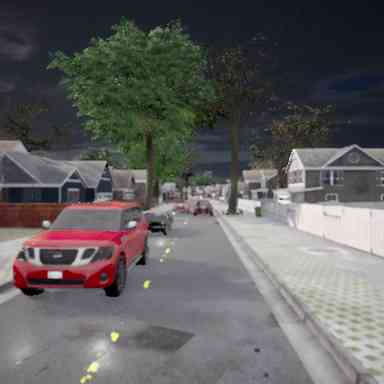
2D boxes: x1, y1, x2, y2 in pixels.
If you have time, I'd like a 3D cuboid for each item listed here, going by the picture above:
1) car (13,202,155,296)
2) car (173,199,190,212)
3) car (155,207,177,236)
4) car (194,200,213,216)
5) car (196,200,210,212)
[{"bbox_3d":[-2.588,1.313,9.280,2.150,2.045,5.566,0,-1,2],"label":"car"},{"bbox_3d":[-1.413,1.796,45.346,2.097,1.767,4.553,0,-1,2],"label":"car"},{"bbox_3d":[-2.230,1.798,20.127,1.895,1.301,4.718,0,-1,2],"label":"car"},{"bbox_3d":[1.271,1.723,37.174,2.097,1.767,4.553,0,-1,2],"label":"car"},{"bbox_3d":[1.582,1.969,46.805,1.837,1.490,4.892,0,0,2],"label":"car"}]
